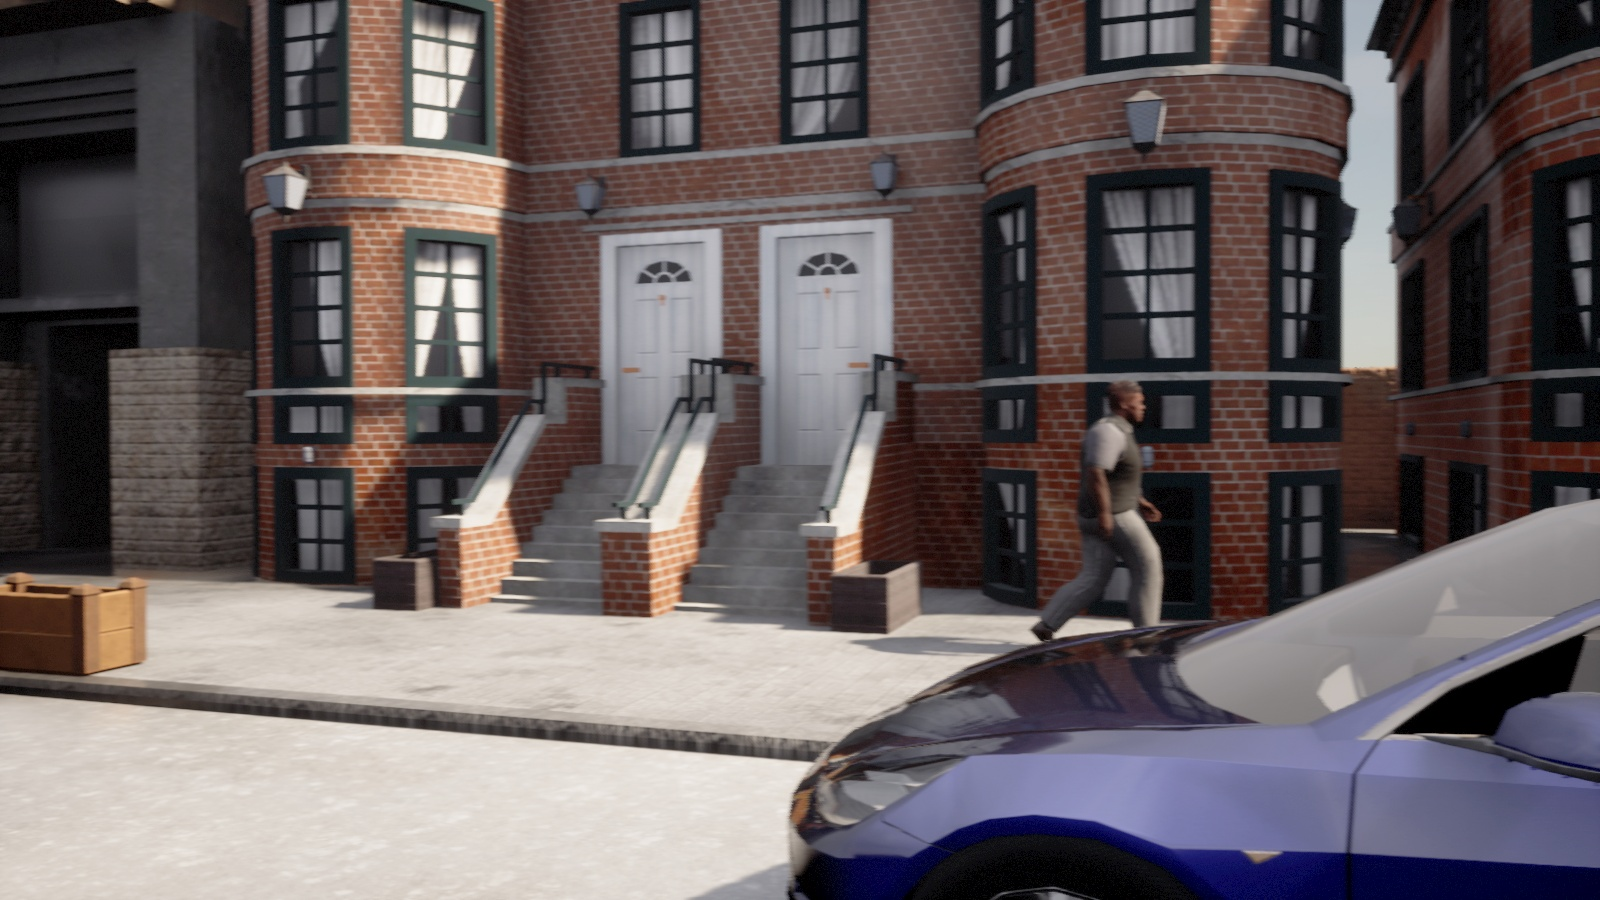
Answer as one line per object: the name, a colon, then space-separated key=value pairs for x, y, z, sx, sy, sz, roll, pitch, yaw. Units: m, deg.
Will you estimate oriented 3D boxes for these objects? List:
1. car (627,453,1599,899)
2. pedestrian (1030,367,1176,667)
car: x=2.243 y=0.787 z=2.966 sx=4.792 sy=1.488 sz=2.163 roll=0 pitch=1 yaw=19
pedestrian: x=1.951 y=0.414 z=8.178 sx=0.849 sy=1.883 sz=0.563 roll=0 pitch=1 yaw=6
